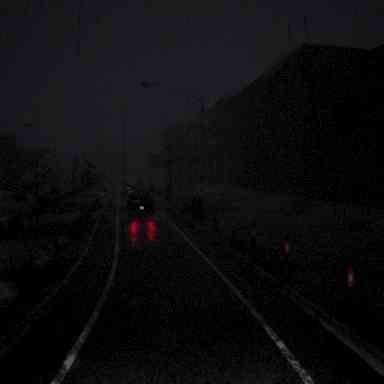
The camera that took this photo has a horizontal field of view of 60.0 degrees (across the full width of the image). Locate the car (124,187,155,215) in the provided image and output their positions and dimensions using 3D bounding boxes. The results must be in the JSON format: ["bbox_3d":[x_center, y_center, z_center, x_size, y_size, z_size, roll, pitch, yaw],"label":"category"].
[{"bbox_3d":[-3.794,0.694,24.210,2.128,1.511,4.902,0,4,-12],"label":"car"}]

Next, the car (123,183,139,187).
[{"bbox_3d":[-7.571,-0.408,41.568,2.128,1.511,4.902,0,4,-12],"label":"car"}]
